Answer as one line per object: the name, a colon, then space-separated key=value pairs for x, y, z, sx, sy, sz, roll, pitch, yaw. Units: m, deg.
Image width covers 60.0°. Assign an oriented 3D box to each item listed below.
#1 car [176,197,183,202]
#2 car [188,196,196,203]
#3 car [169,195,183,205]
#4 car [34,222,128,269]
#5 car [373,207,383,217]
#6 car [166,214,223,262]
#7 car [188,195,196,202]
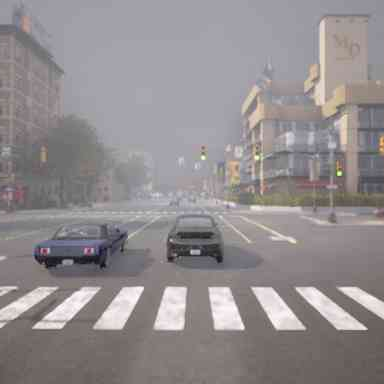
car: x=-3.494 y=2.031 z=92.391 sx=1.837 sy=1.490 sz=4.892 roll=0 pitch=0 yaw=0
car: x=0.005 y=1.828 z=83.642 sx=2.097 sy=1.767 sz=4.553 roll=0 pitch=0 yaw=0
car: x=-3.396 y=1.927 z=66.159 sx=2.033 sy=1.411 sz=5.357 roll=0 pitch=0 yaw=0
car: x=-3.459 y=1.667 z=11.398 sx=1.895 sy=1.301 sz=4.718 roll=0 pitch=0 yaw=-1
car: x=19.846 y=1.709 z=31.871 sx=4.674 sy=1.442 sz=1.812 roll=0 pitch=0 yaw=0
car: x=0.100 y=1.577 z=12.451 sx=1.837 sy=1.490 sz=4.892 roll=0 pitch=0 yaw=0
car: x=0.006 y=1.768 z=92.396 sx=2.097 sy=1.767 sz=4.553 roll=0 pitch=0 yaw=0
